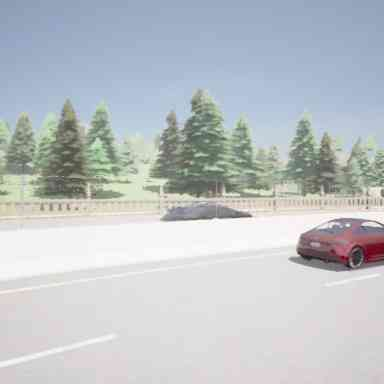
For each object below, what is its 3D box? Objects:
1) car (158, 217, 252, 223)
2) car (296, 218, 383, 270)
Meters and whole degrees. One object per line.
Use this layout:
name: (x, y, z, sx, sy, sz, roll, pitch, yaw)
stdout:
car: (0.722, 1.433, 16.528, 5.008, 1.535, 1.882, 0, 0, -29)
car: (5.455, 1.542, 10.929, 4.181, 1.385, 1.994, 0, 0, -29)
